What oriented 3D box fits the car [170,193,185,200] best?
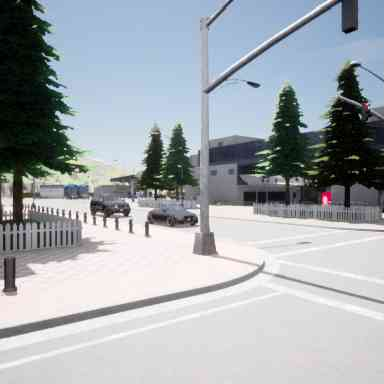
[{"bbox_3d":[-3.877,1.113,86.017,1.932,1.855,4.605,0,0,-37],"label":"car"}]

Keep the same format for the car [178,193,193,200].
[{"bbox_3d":[-1.789,1.092,88.079,1.905,1.878,3.866,0,0,-37],"label":"car"}]

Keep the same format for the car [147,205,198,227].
[{"bbox_3d":[-1.401,1.579,22.884,1.994,1.385,4.181,0,0,-37],"label":"car"}]

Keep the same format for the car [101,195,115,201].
[{"bbox_3d":[-20.912,1.400,82.792,1.970,1.475,3.806,0,0,-37],"label":"car"}]

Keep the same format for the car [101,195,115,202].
[{"bbox_3d":[-18.884,1.389,75.056,1.845,1.501,3.633,0,0,-37],"label":"car"}]

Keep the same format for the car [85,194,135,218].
[{"bbox_3d":[-7.837,1.237,31.401,2.150,2.045,5.566,0,0,-37],"label":"car"}]
